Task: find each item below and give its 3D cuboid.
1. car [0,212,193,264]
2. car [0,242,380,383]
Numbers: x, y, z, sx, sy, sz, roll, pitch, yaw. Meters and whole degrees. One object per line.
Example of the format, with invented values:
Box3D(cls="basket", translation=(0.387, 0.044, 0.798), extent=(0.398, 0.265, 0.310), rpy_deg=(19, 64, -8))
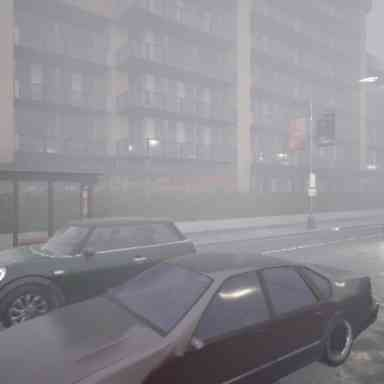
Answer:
Box3D(cls="car", translation=(-2.025, 1.352, 6.864), extent=(4.553, 1.767, 2.097), rpy_deg=(0, 0, -36))
Box3D(cls="car", translation=(0.315, 1.547, 4.237), extent=(5.357, 1.411, 2.033), rpy_deg=(0, 0, -36))
